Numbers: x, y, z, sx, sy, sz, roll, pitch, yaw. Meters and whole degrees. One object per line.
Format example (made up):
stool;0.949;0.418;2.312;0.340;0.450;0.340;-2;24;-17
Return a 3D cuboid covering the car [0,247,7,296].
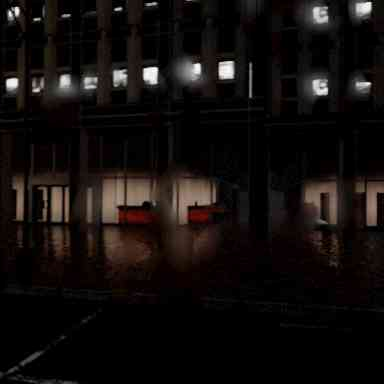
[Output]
car;-6.000;1.385;6.189;5.009;1.841;2.192;0;0;13
